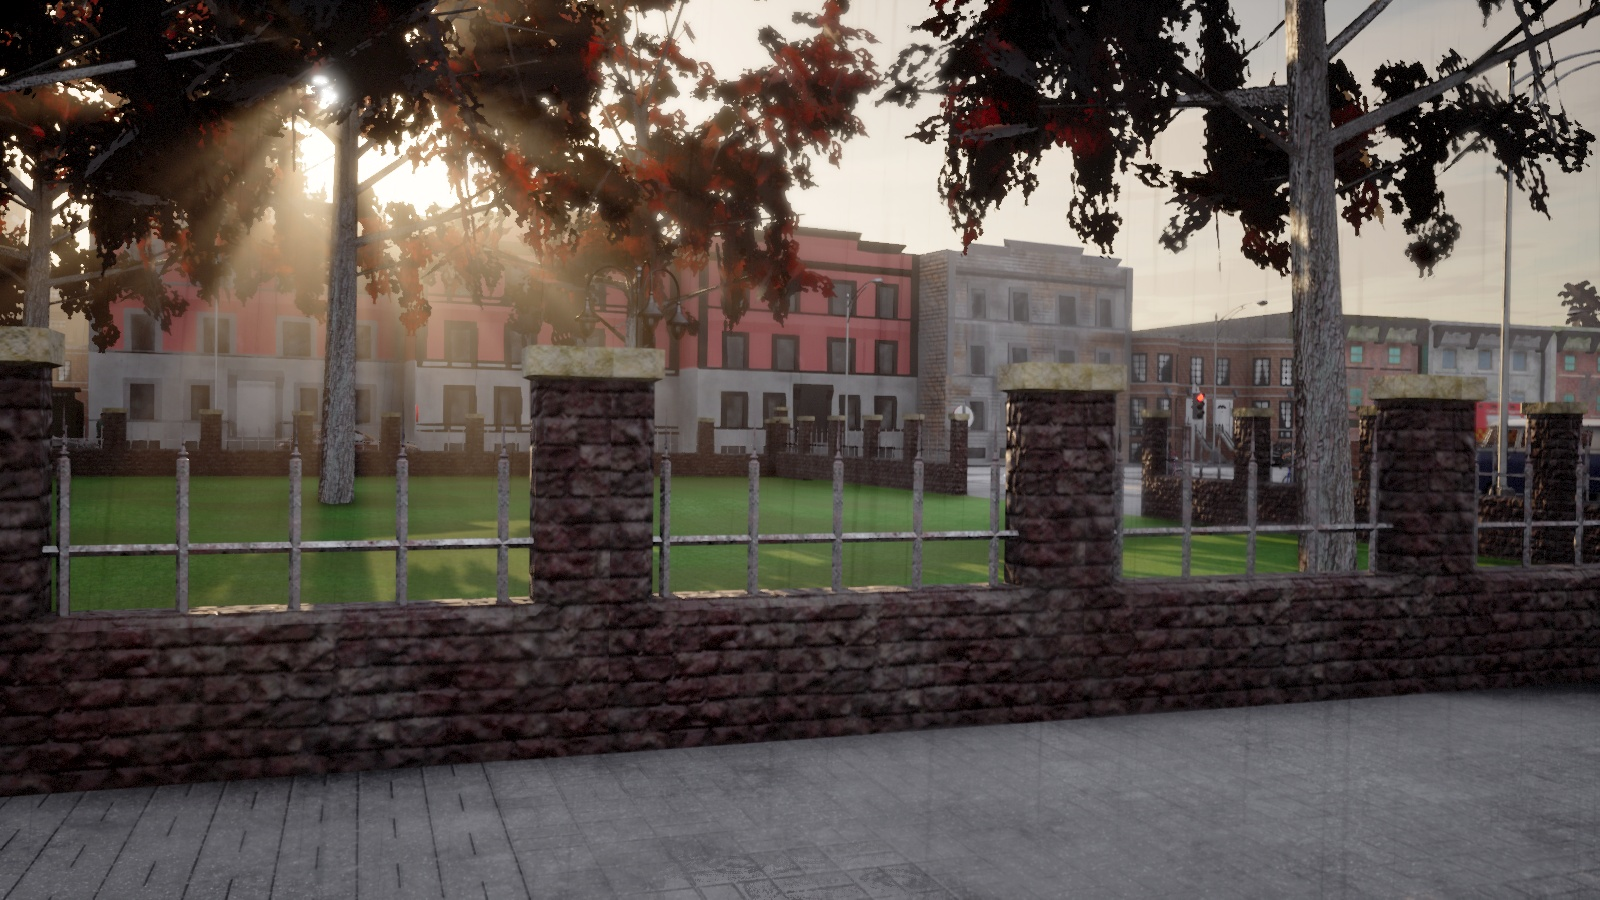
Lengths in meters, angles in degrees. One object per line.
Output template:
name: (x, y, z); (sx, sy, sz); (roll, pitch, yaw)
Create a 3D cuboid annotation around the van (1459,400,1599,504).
van: (15.686, 0.012, 25.187); (1.775, 1.987, 4.442); (-1, 1, -17)

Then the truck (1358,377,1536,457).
truck: (32.441, -1.653, 62.991); (8.468, 3.827, 2.891); (-1, 1, -19)

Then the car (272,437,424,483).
car: (-15.117, 0.301, 42.160); (4.674, 1.442, 1.812); (-1, 1, -19)

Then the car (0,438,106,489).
car: (-24.440, 0.417, 38.888); (4.892, 1.490, 1.837); (-1, 1, -19)

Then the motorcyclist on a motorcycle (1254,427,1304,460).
motorcyclist on a motorcycle: (22.731, -0.311, 59.619); (2.191, 1.530, 0.866); (-1, 1, -19)
